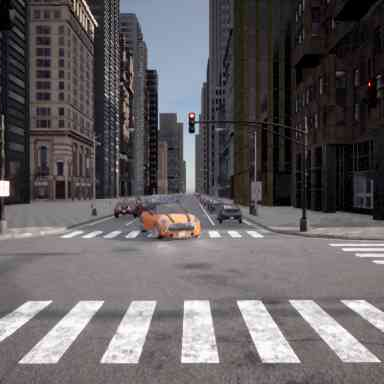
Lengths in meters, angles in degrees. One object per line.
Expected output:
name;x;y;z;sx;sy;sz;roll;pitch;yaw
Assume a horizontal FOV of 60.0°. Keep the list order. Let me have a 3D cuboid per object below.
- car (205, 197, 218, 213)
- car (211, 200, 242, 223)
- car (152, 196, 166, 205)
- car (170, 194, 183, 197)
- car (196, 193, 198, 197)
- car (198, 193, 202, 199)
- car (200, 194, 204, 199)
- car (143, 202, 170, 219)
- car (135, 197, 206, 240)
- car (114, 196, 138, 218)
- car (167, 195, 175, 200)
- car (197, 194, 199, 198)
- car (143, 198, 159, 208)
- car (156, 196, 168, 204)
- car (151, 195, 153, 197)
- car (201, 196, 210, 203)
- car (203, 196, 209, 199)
car;2.752;1.554;36.431;2.008;1.369;4.403;0;0;0
car;2.754;1.552;25.150;2.008;1.369;4.403;0;0;0
car;-5.779;1.452;58.983;1.967;1.590;4.097;0;0;0
car;-3.029;1.501;53.014;2.128;1.511;4.902;0;0;0
car;2.740;1.561;87.366;1.752;1.417;4.829;0;0;0
car;2.745;1.456;64.634;1.967;1.590;4.097;0;0;0
car;2.748;1.449;53.353;1.967;1.590;4.097;0;0;0
car;-3.103;1.603;30.099;1.895;1.301;4.718;0;0;0
car;-1.272;1.348;17.204;2.097;1.767;4.553;0;0;-22
car;-5.772;1.317;30.779;2.192;1.841;5.009;0;0;0
car;-5.787;1.566;92.657;1.752;1.417;4.829;0;0;0
car;2.743;1.569;75.915;1.887;1.381;4.507;0;0;0
car;-5.776;1.589;47.701;1.802;1.307;4.206;0;0;0
car;-5.780;1.541;64.453;1.752;1.417;4.829;0;0;0
car;-5.774;1.444;36.421;1.967;1.590;4.097;0;0;0
car;2.744;1.545;70.445;1.752;1.417;4.829;0;0;0
car;2.751;1.550;42.072;1.887;1.381;4.507;0;0;0
